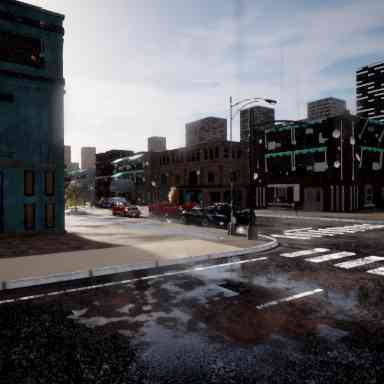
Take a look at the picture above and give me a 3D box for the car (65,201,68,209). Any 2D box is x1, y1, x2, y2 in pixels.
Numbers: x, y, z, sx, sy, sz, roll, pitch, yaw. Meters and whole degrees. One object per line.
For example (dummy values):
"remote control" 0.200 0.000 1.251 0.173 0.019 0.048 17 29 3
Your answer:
"car" -23.041 2.232 58.437 1.752 1.417 4.829 -1 0 -35

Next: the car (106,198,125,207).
"car" -8.831 1.945 42.891 2.128 1.511 4.902 -1 0 -35

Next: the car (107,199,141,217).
"car" -7.147 1.846 35.990 1.967 1.590 4.097 -1 0 -35

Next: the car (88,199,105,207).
"car" -19.500 2.227 67.938 1.887 1.381 4.507 -1 0 -35

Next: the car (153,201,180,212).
"car" -3.504 1.965 45.352 1.802 1.307 4.206 -1 0 -35

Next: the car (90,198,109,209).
"car" -15.609 2.162 57.977 1.994 1.385 4.181 -1 0 -35

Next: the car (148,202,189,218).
"car" -2.722 1.812 34.241 1.882 1.535 5.008 -1 0 -35

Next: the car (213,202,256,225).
"car" 2.879 1.701 26.335 1.882 1.535 5.008 -1 0 -35

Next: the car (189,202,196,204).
"car" -0.306 1.903 40.835 1.802 1.307 4.206 -2 0 -35

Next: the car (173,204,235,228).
"car" 0.776 1.814 24.595 1.947 1.339 4.313 -1 0 -35
